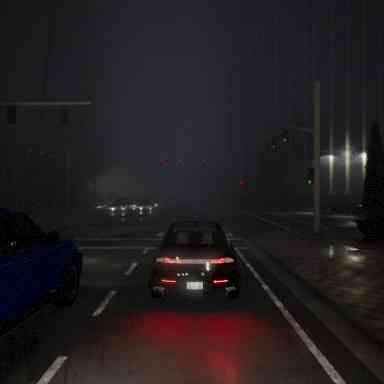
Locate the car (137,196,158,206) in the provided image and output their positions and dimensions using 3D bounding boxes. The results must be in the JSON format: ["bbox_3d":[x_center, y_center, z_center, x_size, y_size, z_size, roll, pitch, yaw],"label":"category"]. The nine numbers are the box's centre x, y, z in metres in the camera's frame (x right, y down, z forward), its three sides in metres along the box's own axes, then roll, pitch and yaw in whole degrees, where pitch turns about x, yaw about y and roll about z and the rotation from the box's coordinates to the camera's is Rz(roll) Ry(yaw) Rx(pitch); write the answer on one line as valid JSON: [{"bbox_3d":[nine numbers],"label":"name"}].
[{"bbox_3d":[-7.178,1.505,53.999,1.837,1.490,4.892,0,0,0],"label":"car"}]

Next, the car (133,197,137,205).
[{"bbox_3d":[-10.670,1.601,59.340,1.895,1.301,4.718,0,0,0],"label":"car"}]

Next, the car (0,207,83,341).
[{"bbox_3d":[-3.450,1.221,4.845,2.150,2.045,5.566,0,0,1],"label":"car"}]

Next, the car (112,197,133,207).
[{"bbox_3d":[-10.683,1.526,50.231,1.812,1.442,4.674,0,0,0],"label":"car"}]

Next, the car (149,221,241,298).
[{"bbox_3d":[0.079,1.492,8.477,2.128,1.511,4.902,0,0,1],"label":"car"}]

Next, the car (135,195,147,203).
[{"bbox_3d":[-10.618,1.477,69.782,1.882,1.535,5.008,0,0,0],"label":"car"}]

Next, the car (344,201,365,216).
[{"bbox_3d":[17.482,1.505,31.430,4.892,1.490,1.837,0,0,-1],"label":"car"}]

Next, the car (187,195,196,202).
[{"bbox_3d":[-0.128,1.429,75.523,1.837,1.490,4.892,0,0,0],"label":"car"}]

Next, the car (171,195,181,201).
[{"bbox_3d":[-3.629,1.339,76.057,1.812,1.442,4.674,0,0,0],"label":"car"}]

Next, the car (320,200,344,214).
[{"bbox_3d":[15.234,1.564,34.904,4.181,1.385,1.994,0,0,-1],"label":"car"}]

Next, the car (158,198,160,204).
[{"bbox_3d":[-7.164,1.564,62.908,1.994,1.385,4.181,0,0,0],"label":"car"}]
